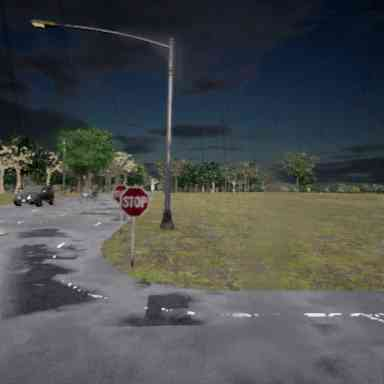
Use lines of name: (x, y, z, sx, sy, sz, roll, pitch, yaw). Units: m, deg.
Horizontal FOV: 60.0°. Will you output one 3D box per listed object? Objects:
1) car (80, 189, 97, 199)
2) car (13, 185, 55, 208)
car: (-16.592, 0.263, 53.740, 2.128, 1.511, 4.902, 1, 1, -4)
car: (-15.215, 0.366, 32.446, 2.150, 2.045, 5.566, 1, 1, -4)
